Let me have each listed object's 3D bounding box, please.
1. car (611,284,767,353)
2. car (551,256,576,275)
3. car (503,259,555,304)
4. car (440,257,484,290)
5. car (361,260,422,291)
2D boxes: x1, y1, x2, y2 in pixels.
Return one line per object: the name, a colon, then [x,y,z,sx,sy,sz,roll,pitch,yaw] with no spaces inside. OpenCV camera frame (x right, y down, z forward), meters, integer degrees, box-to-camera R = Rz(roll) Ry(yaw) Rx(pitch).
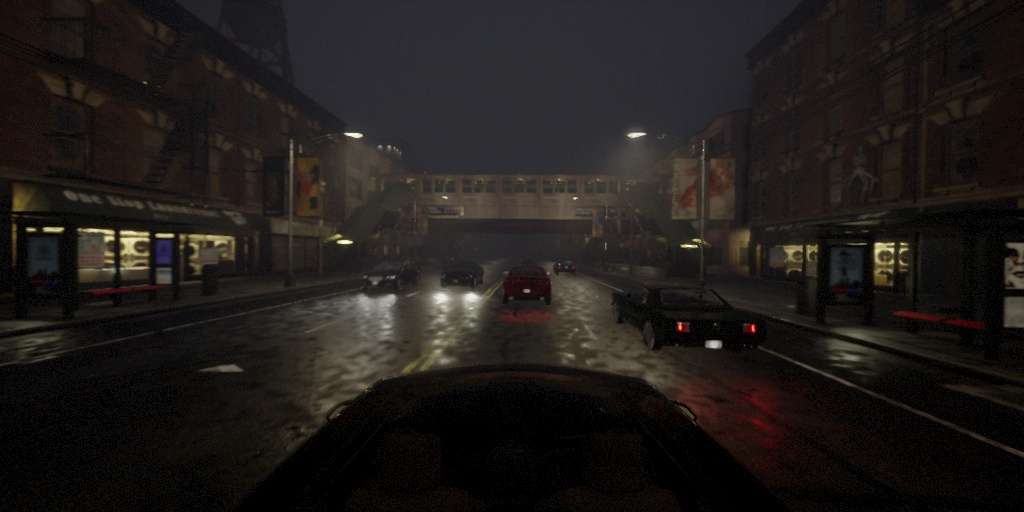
car: [3.846,1.333,8.866,1.895,1.301,4.718,1,1,2]
car: [4.994,1.051,34.542,2.033,1.411,5.357,1,1,3]
car: [0.646,1.104,15.650,1.882,1.535,5.008,1,1,2]
car: [-2.774,1.010,20.919,1.882,1.535,5.008,1,0,3]
car: [-6.357,0.994,19.405,2.128,1.511,4.902,1,0,3]
